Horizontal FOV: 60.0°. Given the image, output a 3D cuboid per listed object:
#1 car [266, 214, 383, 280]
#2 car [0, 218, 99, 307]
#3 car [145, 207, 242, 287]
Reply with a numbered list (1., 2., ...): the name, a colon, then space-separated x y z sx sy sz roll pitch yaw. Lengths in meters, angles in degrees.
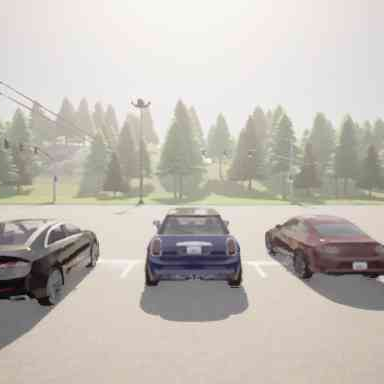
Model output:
1. car: 3.444 1.344 9.294 1.812 1.442 4.674 0 1 -2
2. car: -3.499 1.338 7.563 2.128 1.511 4.902 0 1 -2
3. car: -0.016 1.174 8.990 2.097 1.767 4.553 0 1 -2
